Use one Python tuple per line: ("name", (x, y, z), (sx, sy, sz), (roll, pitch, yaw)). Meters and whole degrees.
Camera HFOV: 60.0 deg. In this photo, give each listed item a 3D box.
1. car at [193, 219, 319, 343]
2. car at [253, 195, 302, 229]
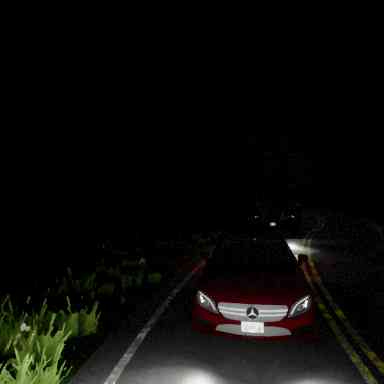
("car", (1.224, 1.534, 6.703), (1.812, 1.442, 4.674), (-1, 0, 10))
("car", (4.982, 1.215, 18.879), (2.150, 2.045, 5.566), (-2, -1, 22))
